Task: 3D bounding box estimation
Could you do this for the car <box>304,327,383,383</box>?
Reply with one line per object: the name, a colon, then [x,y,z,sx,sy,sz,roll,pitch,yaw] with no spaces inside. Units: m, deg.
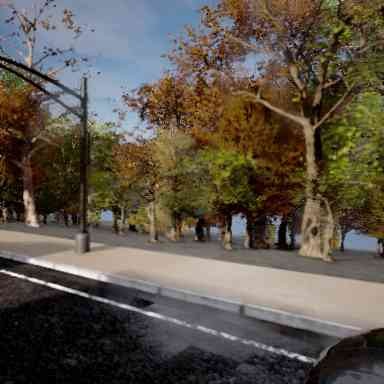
car: [3.024,1.496,1.529,4.902,1.511,2.128,0,0,36]
